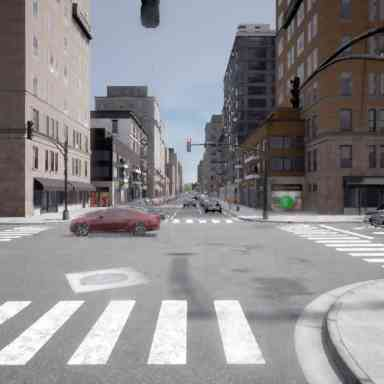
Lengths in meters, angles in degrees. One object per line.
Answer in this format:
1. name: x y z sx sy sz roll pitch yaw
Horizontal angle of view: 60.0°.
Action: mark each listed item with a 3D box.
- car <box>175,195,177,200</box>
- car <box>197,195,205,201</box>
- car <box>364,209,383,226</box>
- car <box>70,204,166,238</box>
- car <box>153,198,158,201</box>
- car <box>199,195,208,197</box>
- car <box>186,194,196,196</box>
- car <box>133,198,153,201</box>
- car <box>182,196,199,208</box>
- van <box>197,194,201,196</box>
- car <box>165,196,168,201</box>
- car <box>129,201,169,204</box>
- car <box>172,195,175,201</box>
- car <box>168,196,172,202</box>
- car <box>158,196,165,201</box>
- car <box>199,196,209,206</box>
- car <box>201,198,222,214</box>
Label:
1. car: -5.823 1.721 91.264 1.887 1.381 4.507 0 0 0
2. car: 2.207 1.600 85.761 1.967 1.590 4.097 0 0 0
3. car: 13.358 1.442 20.706 4.902 1.511 2.128 0 0 0
4. car: -3.918 1.538 17.352 4.674 1.442 1.812 0 0 0
5. car: -5.774 1.490 41.667 1.967 1.590 4.097 0 0 0
6. car: 2.240 1.637 52.696 1.947 1.339 4.313 0 0 0
7. car: -0.415 1.717 72.687 1.895 1.301 4.718 0 0 0
8. car: -5.768 1.480 36.156 1.967 1.590 4.097 0 0 0
9. car: -0.301 1.666 49.868 1.895 1.301 4.718 0 0 0
10. van: 2.235 1.424 58.207 1.690 1.788 3.998 0 0 0
11. car: -5.790 1.634 58.199 2.008 1.369 4.403 0 0 0
12. car: -4.076 1.507 20.601 4.902 1.511 2.128 0 0 0
13. car: -5.812 1.695 80.242 2.008 1.369 4.403 0 0 0
14. car: -5.801 1.552 69.220 1.967 1.590 4.097 0 0 0
15. car: -5.785 1.653 52.688 1.802 1.307 4.206 0 0 0
16. car: 2.246 1.641 47.186 1.802 1.307 4.206 0 0 0
17. car: 2.257 1.606 36.163 1.947 1.339 4.313 0 0 0
